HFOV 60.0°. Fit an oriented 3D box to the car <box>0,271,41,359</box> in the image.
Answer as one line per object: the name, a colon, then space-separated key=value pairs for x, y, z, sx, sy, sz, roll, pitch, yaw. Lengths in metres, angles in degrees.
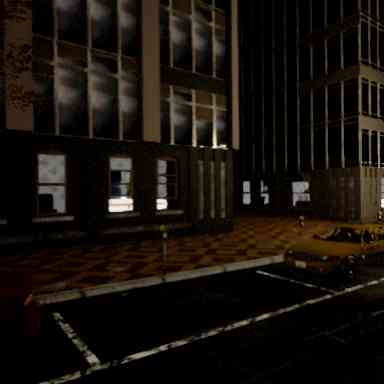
car: x=-4.126 y=1.542 z=3.633 sx=4.507 sy=1.381 sz=1.887 roll=0 pitch=-1 yaw=-35

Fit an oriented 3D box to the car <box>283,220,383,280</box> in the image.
car: x=4.757 y=1.545 z=9.950 sx=4.829 sy=1.417 sz=1.752 roll=0 pitch=-1 yaw=-35
